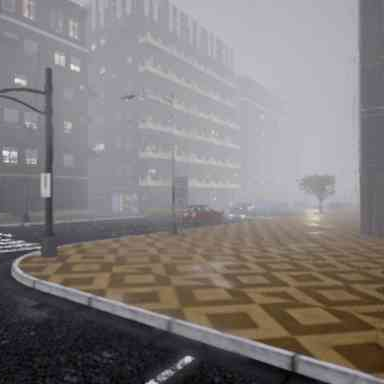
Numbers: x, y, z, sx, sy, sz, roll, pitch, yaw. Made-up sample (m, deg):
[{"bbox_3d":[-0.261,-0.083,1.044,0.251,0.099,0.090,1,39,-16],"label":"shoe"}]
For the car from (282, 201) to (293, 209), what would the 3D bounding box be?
[{"bbox_3d":[16.566,2.426,61.852,1.887,1.381,4.507,-1,-2,35],"label":"car"}]

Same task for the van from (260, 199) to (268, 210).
[{"bbox_3d":[10.073,2.046,52.609,1.690,1.788,3.998,-1,-2,35],"label":"van"}]

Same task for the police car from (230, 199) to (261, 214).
[{"bbox_3d":[6.647,2.046,43.077,2.038,1.542,4.974,0,-1,35],"label":"police car"}]

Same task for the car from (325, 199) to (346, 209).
[{"bbox_3d":[26.618,2.503,61.701,1.947,1.339,4.313,-1,-2,35],"label":"car"}]

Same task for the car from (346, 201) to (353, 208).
[{"bbox_3d":[33.110,2.665,70.949,2.008,1.369,4.403,-1,-2,35],"label":"car"}]

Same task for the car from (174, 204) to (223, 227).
[{"bbox_3d":[0.652,1.672,24.713,1.967,1.590,4.097,-1,-2,35],"label":"car"}]

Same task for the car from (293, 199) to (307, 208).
[{"bbox_3d":[23.056,2.373,71.105,2.192,1.841,5.009,-1,-2,35],"label":"car"}]

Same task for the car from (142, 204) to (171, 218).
[{"bbox_3d":[-3.007,1.875,33.969,1.752,1.417,4.829,-1,-2,35],"label":"car"}]

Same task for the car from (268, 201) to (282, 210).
[{"bbox_3d":[13.319,2.233,57.230,1.967,1.590,4.097,-1,-2,35],"label":"car"}]
